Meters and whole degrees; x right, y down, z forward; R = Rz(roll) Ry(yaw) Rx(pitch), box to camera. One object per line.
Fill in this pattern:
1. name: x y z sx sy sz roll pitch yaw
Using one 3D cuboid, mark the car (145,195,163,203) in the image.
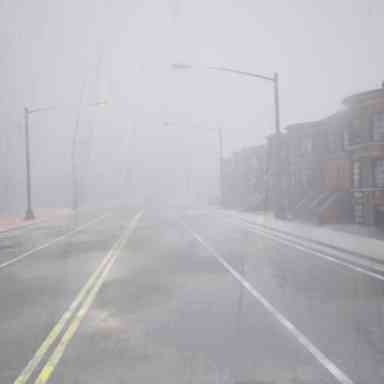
1. car: -8.498 1.520 73.965 2.097 1.767 4.553 -2 0 -41
